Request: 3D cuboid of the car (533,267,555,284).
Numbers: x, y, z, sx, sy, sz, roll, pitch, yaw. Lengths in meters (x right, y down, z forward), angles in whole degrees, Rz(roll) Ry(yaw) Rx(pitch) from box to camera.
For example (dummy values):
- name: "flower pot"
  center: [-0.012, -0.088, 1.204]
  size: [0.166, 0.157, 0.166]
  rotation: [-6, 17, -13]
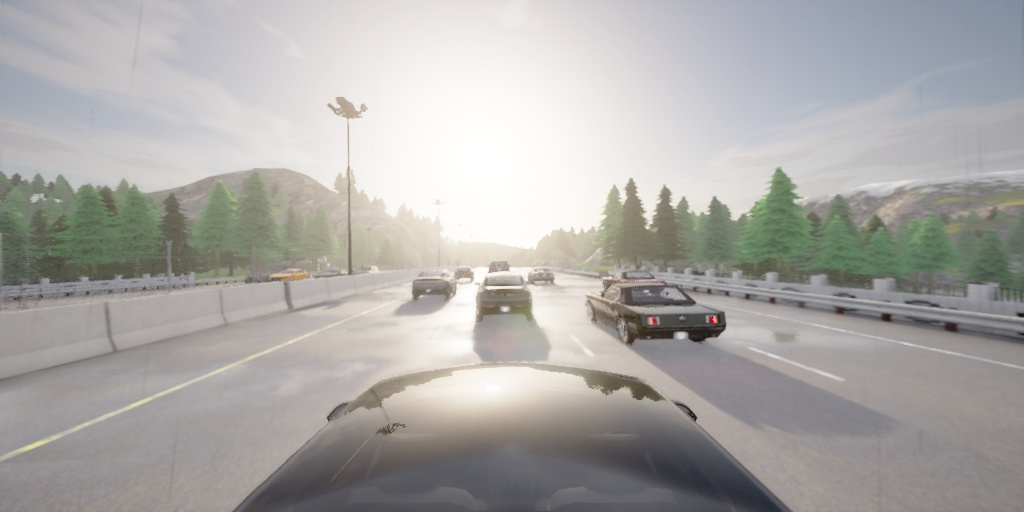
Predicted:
- name: "car"
  center: [2.444, 1.639, 30.643]
  size: [2.033, 1.411, 5.357]
  rotation: [-1, -1, -2]

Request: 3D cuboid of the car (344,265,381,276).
- name: "car"
  center: [-15.518, 1.848, 38.056]
  size: [2.097, 1.767, 4.553]
  rotation: [-1, -1, -2]

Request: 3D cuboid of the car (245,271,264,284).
- name: "car"
  center: [-26.013, 2.218, 37.862]
  size: [1.994, 1.385, 4.181]
  rotation: [-1, -1, -2]

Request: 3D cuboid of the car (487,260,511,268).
- name: "car"
  center: [-1.307, 1.472, 36.357]
  size: [2.150, 2.045, 5.566]
  rotation: [-1, -1, -2]

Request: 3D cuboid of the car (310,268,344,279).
- name: "car"
  center: [-19.017, 2.059, 38.107]
  size: [1.837, 1.490, 4.892]
  rotation: [-1, -2, -2]

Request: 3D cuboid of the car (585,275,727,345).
- name: "car"
  center: [3.348, 1.359, 9.519]
  size: [1.895, 1.301, 4.718]
  rotation: [-1, -1, -2]

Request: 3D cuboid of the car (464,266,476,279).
- name: "car"
  center: [-4.832, 1.820, 36.967]
  size: [1.837, 1.490, 4.892]
  rotation: [-1, -1, -2]

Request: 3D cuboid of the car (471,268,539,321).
- name: "car"
  center: [-0.309, 1.356, 13.081]
  size: [1.837, 1.490, 4.892]
  rotation: [-1, -1, -2]

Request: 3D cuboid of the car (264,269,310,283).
- name: "car"
  center: [-22.469, 2.054, 36.537]
  size: [1.882, 1.535, 5.008]
  rotation: [-1, -1, -2]

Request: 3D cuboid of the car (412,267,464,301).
- name: "car"
  center: [-4.084, 1.489, 19.455]
  size: [2.128, 1.511, 4.902]
  rotation: [-1, -1, -2]

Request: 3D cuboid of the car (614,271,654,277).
- name: "car"
  center: [6.424, 1.440, 19.516]
  size: [1.895, 1.301, 4.718]
  rotation: [-1, -1, -2]
